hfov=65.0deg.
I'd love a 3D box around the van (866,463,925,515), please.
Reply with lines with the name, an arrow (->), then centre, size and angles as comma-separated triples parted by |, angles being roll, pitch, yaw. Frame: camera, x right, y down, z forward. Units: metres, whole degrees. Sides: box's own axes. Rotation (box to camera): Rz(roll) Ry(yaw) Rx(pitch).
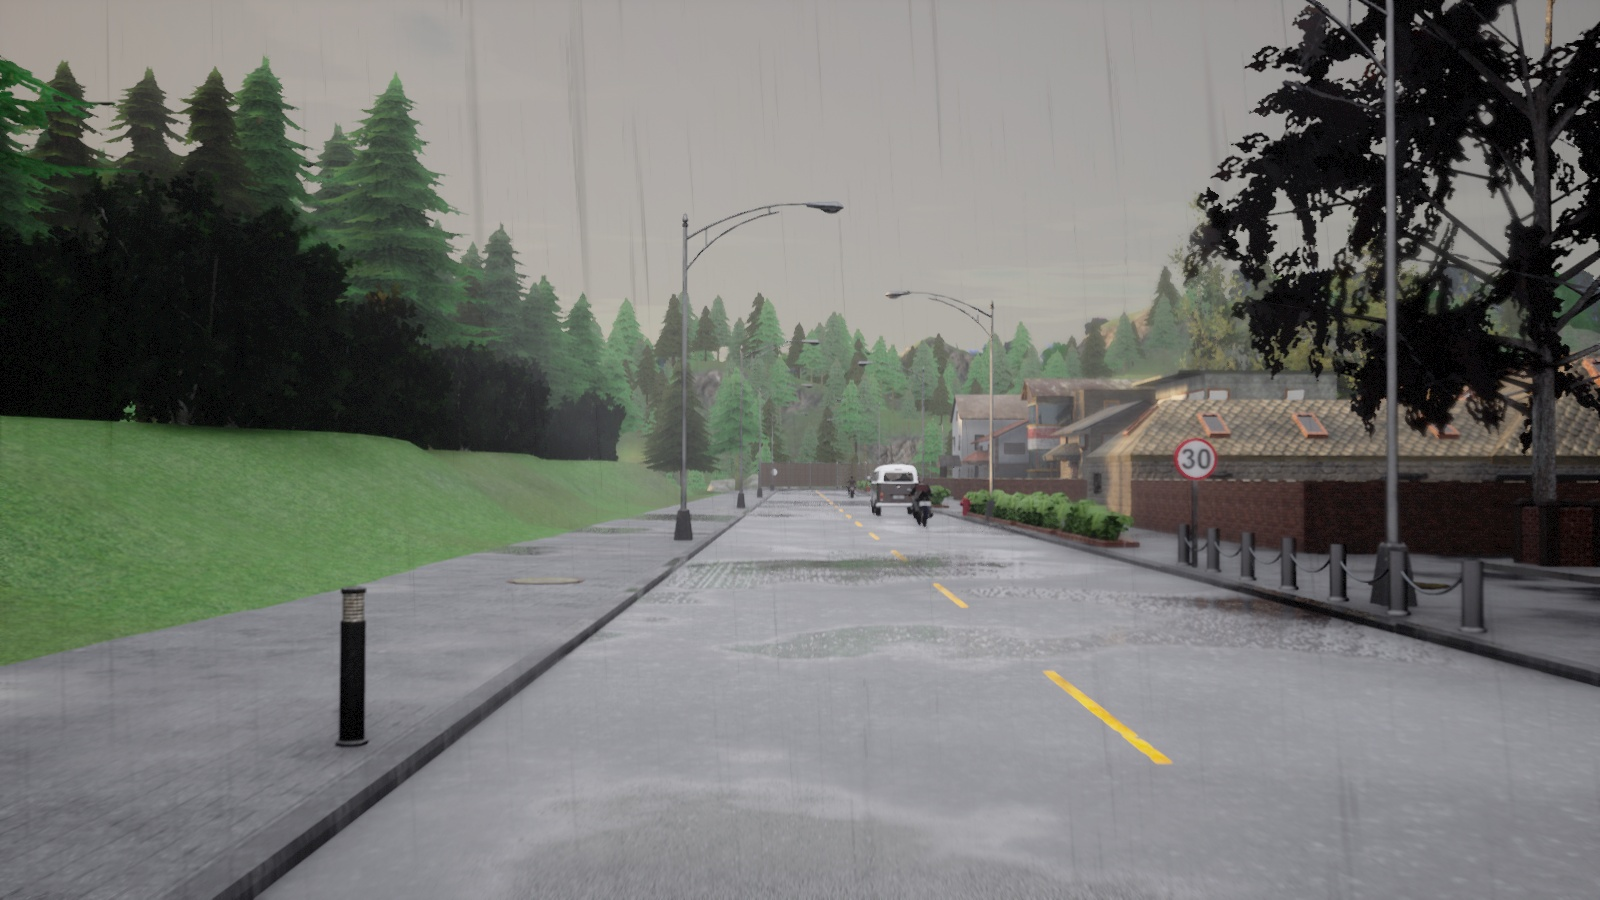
van -> 3.868, 1.583, 51.447 | 2.069, 2.038, 4.480 | 0, -1, 0

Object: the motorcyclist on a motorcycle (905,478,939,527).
motorcyclist on a motorcycle -> 3.898, 1.665, 40.232 | 0.866, 1.530, 2.191 | 0, -1, 0
